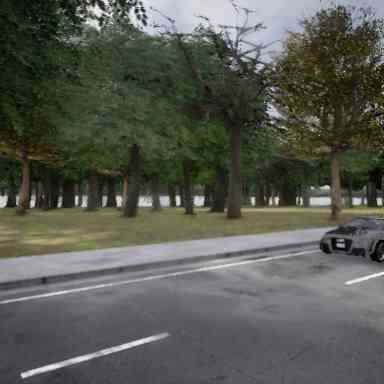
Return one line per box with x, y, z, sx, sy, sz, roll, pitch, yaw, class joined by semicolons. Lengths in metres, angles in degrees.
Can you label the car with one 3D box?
6.664;1.635;12.431;4.181;1.385;1.994;0;0;-35;car
